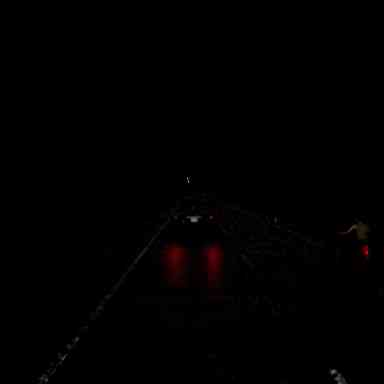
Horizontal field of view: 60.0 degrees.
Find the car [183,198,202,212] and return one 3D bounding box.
[{"bbox_3d":[0.077,1.349,36.110,1.895,1.301,4.718,0,0,0],"label":"car"}]

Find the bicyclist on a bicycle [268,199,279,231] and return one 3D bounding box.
[{"bbox_3d":[4.455,1.242,18.376,0.659,1.776,1.843,0,1,0],"label":"bicyclist on a bicycle"}]

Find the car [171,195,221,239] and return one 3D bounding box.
[{"bbox_3d":[0.089,1.235,16.624,2.097,1.767,4.553,0,0,0],"label":"car"}]

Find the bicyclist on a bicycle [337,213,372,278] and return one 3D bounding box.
[{"bbox_3d":[4.436,1.373,8.964,0.866,1.612,1.509,0,0,0],"label":"bicyclist on a bicycle"}]

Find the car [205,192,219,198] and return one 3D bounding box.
[{"bbox_3d":[3.569,1.189,54.237,1.994,1.385,4.181,0,0,0],"label":"car"}]

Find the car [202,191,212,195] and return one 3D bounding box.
[{"bbox_3d":[3.458,0.717,73.692,2.150,2.045,5.566,0,0,0],"label":"car"}]
